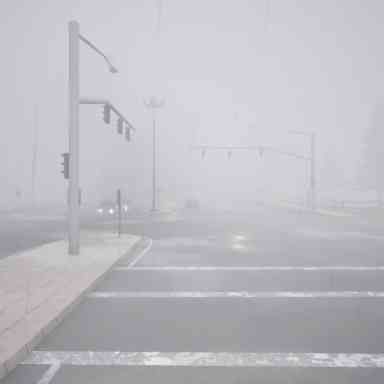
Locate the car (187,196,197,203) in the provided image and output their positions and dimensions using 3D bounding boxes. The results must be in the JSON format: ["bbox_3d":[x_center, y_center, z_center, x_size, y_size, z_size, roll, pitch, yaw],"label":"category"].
[{"bbox_3d":[-0.045,1.564,68.954,1.994,1.385,4.181,0,0,0],"label":"car"}]

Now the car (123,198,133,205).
[{"bbox_3d":[-11.568,1.601,57.168,1.895,1.301,4.718,0,0,0],"label":"car"}]

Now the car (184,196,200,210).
[{"bbox_3d":[-0.029,1.526,43.519,1.812,1.442,4.674,0,0,0],"label":"car"}]

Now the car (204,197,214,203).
[{"bbox_3d":[3.455,1.601,68.987,1.895,1.301,4.718,0,0,0],"label":"car"}]

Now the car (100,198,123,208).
[{"bbox_3d":[-11.572,1.601,47.180,1.895,1.301,4.718,0,0,1],"label":"car"}]
